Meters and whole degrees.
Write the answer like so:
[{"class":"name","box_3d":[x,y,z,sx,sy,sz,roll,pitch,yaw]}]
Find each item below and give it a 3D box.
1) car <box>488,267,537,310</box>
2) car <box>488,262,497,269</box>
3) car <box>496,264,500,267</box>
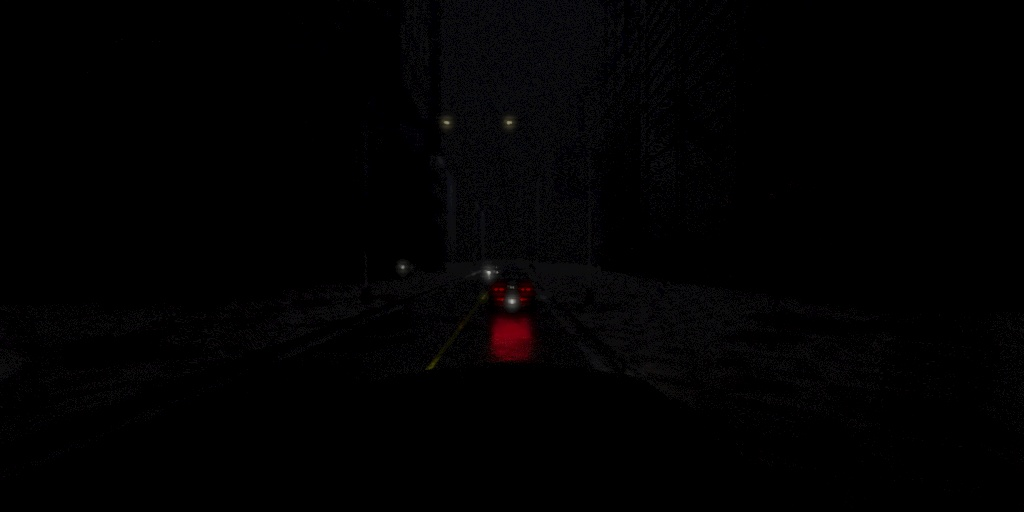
[{"class":"car","box_3d":[0.018,1.393,15.365,1.837,1.490,4.892,0,0,0]},{"class":"car","box_3d":[-3.032,1.808,60.387,1.837,1.490,4.892,0,-1,0]},{"class":"car","box_3d":[0.006,1.572,29.370,2.033,1.411,5.357,0,-1,0]}]
